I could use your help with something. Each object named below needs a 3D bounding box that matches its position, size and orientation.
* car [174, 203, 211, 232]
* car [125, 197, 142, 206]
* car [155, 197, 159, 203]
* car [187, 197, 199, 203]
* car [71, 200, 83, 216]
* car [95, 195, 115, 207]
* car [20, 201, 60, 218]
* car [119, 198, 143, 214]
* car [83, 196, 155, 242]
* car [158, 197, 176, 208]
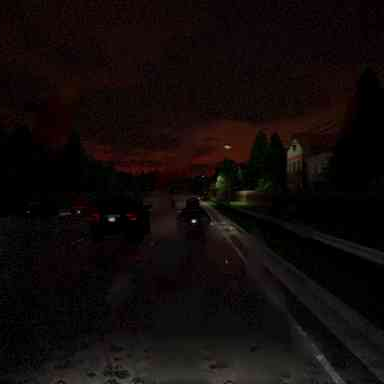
[{"bbox_3d":[0.107,1.596,20.495,1.994,1.385,4.181,0,0,0],"label":"car"},{"bbox_3d":[-10.369,1.586,58.997,2.128,1.511,4.902,0,0,0],"label":"car"},{"bbox_3d":[-6.868,1.626,63.634,1.812,1.442,4.674,0,0,0],"label":"car"},{"bbox_3d":[0.124,1.557,50.918,1.882,1.535,5.008,0,0,0],"label":"car"},{"bbox_3d":[-10.382,1.559,32.881,1.837,1.490,4.892,0,0,0],"label":"car"},{"bbox_3d":[-13.871,1.437,53.377,2.097,1.767,4.553,0,0,0],"label":"car"},{"bbox_3d":[-13.887,1.528,30.684,1.882,1.535,5.008,0,0,0],"label":"car"},{"bbox_3d":[-6.880,1.538,37.898,1.882,1.535,5.008,0,0,0],"label":"car"},{"bbox_3d":[-3.392,1.250,16.783,2.150,2.045,5.566,0,0,0],"label":"car"},{"bbox_3d":[-3.375,1.582,48.404,1.837,1.490,4.892,0,0,0],"label":"car"}]
